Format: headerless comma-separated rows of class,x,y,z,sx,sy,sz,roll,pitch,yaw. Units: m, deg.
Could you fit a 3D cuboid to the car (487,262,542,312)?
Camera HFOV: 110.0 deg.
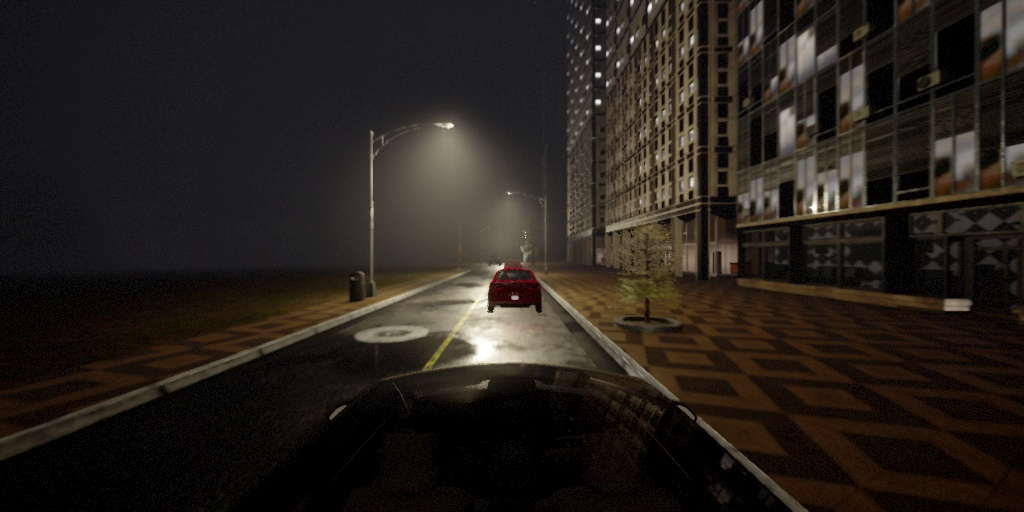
car,0.097,1.187,14.023,1.882,1.535,5.008,0,0,0

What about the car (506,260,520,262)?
car,0.094,1.111,37.126,1.882,1.535,5.008,0,0,0

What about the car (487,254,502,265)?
car,-3.011,0.719,62.441,2.150,2.045,5.566,0,0,0
